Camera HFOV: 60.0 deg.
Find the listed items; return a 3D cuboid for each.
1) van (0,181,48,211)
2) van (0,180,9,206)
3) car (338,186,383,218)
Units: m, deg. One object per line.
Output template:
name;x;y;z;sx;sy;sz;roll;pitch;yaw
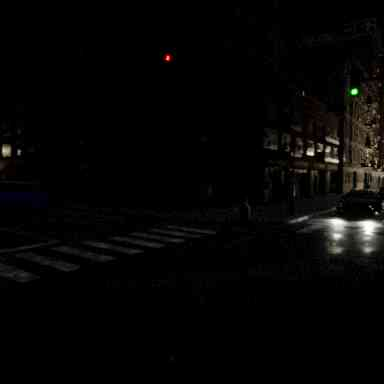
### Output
van;-10.855;0.207;21.094;3.998;1.788;1.690;3;3;36
van;-15.268;0.008;24.357;3.998;1.788;1.690;3;3;36
car;10.558;0.625;20.772;1.882;1.535;5.008;2;4;36
